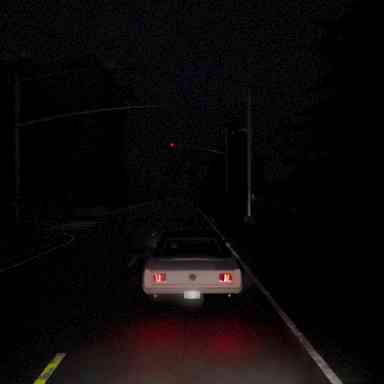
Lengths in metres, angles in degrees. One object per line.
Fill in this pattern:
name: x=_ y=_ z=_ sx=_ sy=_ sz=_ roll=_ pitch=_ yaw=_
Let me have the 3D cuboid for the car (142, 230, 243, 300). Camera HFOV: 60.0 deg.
car: x=-0.026 y=1.601 z=8.336 sx=1.895 sy=1.301 sz=4.718 roll=0 pitch=0 yaw=-1
